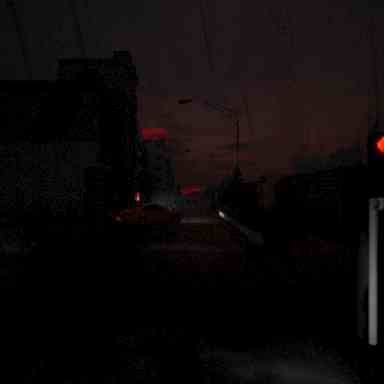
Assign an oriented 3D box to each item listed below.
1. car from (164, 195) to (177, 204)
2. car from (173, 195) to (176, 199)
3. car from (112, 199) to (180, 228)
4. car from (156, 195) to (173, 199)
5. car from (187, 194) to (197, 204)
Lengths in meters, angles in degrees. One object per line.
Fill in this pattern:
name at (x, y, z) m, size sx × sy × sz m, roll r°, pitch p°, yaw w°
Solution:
car at (-4.087, 1.393, 63.647) m, size 2.097 × 1.767 × 4.553 m, roll 0°, pitch 0°, yaw 0°
car at (-4.117, 1.636, 53.600) m, size 1.895 × 1.301 × 4.718 m, roll 0°, pitch 0°, yaw 0°
car at (-2.922, 1.492, 22.341) m, size 1.882 × 1.535 × 5.008 m, roll 1°, pitch 1°, yaw 42°
car at (-4.118, 1.520, 44.316) m, size 2.128 × 1.511 × 4.902 m, roll 0°, pitch 0°, yaw 0°
car at (0.064, 1.568, 65.855) m, size 1.812 × 1.442 × 4.674 m, roll 0°, pitch 0°, yaw 0°
